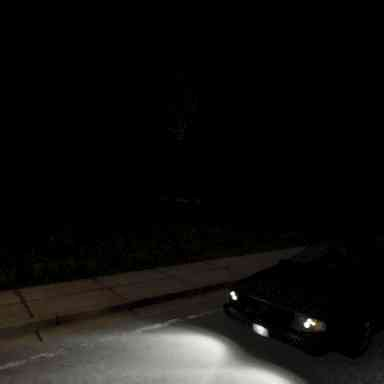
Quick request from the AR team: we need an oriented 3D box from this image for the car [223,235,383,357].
[{"bbox_3d":[3.132,1.562,6.227,5.357,1.411,2.033,0,0,-35],"label":"car"}]
